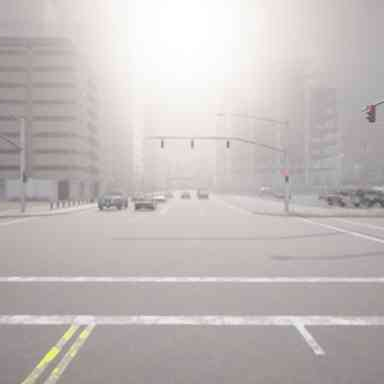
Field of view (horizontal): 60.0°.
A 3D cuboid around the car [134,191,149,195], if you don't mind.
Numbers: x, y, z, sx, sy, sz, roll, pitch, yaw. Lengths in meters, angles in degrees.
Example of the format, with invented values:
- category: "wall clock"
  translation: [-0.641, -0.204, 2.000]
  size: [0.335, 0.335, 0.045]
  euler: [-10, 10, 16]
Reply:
- category: "car"
  translation: [-8.201, 0.823, 51.344]
  size: [1.837, 1.490, 4.892]
  euler: [0, 0, 0]

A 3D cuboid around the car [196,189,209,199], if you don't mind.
- category: "car"
  translation: [2.244, 0.606, 65.462]
  size: [1.882, 1.535, 5.008]
  euler: [0, 1, -1]

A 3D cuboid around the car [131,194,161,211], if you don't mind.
- category: "car"
  translation: [-4.562, 1.158, 33.220]
  size: [1.895, 1.301, 4.718]
  euler: [0, 1, 0]

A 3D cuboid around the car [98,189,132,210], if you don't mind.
- category: "car"
  translation: [-8.074, 0.763, 34.480]
  size: [2.150, 2.045, 5.566]
  euler: [0, 1, 0]

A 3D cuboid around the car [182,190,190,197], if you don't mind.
- category: "car"
  translation: [-1.344, 0.303, 75.202]
  size: [1.882, 1.535, 5.008]
  euler: [0, 1, -1]

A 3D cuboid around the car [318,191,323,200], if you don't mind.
- category: "car"
  translation: [22.057, 0.672, 54.042]
  size: [1.970, 1.475, 3.806]
  euler: [0, 1, 0]

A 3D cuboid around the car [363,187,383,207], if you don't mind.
- category: "car"
  translation: [19.446, 0.666, 36.559]
  size: [1.905, 1.878, 3.866]
  euler: [0, 1, 0]

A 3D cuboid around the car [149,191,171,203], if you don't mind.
- category: "car"
  translation: [-4.688, 0.898, 48.828]
  size: [2.033, 1.411, 5.357]
  euler: [0, 1, 0]

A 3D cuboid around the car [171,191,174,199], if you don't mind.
- category: "car"
  translation: [-4.777, 0.601, 67.805]
  size: [1.837, 1.490, 4.892]
  euler: [0, 1, -1]

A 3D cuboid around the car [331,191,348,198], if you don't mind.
- category: "car"
  translation: [30.638, 0.438, 69.188]
  size: [1.784, 1.438, 3.905]
  euler: [0, 1, 0]

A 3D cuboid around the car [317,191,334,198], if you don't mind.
- category: "car"
  translation: [27.743, 0.471, 69.174]
  size: [1.970, 1.475, 3.806]
  euler: [0, 1, 0]

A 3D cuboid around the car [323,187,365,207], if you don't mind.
- category: "car"
  translation: [16.552, 0.663, 36.597]
  size: [1.932, 1.855, 4.605]
  euler: [0, 1, 0]

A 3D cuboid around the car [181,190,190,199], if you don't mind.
- category: "car"
  translation: [-1.262, 0.721, 66.136]
  size: [1.895, 1.301, 4.718]
  euler: [0, 1, -1]
